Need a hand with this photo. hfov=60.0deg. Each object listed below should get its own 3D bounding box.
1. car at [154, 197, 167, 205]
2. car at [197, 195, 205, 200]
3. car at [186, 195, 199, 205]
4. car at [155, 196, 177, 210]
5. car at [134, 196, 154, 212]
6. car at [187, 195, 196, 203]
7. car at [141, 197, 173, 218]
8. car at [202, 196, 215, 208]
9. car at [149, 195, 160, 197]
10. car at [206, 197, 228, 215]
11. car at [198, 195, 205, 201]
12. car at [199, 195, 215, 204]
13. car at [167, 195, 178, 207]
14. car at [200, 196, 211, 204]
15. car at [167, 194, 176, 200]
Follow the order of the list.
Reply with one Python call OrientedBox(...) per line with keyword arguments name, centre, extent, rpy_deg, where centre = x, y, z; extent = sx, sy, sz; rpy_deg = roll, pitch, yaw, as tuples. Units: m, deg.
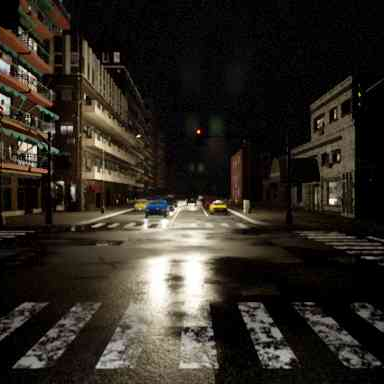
OrientedBox(name="car", centre=(-5.762, 1.593, 61.498), extent=(2.008, 1.369, 4.403), rpy_deg=(0, 0, 0))
OrientedBox(name="car", centre=(2.578, 1.654, 94.744), extent=(2.008, 1.369, 4.403), rpy_deg=(0, 0, 0))
OrientedBox(name="car", centre=(-0.072, 1.587, 60.198), extent=(2.033, 1.411, 5.357), rpy_deg=(0, 0, 0))
OrientedBox(name="car", centre=(-3.130, 1.543, 39.950), extent=(1.812, 1.442, 4.674), rpy_deg=(0, 0, 0))
OrientedBox(name="car", centre=(-5.735, 1.542, 39.171), extent=(1.752, 1.417, 4.829), rpy_deg=(0, 0, 0))
OrientedBox(name="car", centre=(-0.084, 1.423, 70.619), extent=(1.882, 1.535, 5.008), rpy_deg=(0, 0, 0))
OrientedBox(name="car", centre=(-3.136, 1.488, 30.672), extent=(1.882, 1.535, 5.008), rpy_deg=(0, 0, 0))
OrientedBox(name="car", centre=(2.639, 1.604, 44.891), extent=(1.802, 1.307, 4.206), rpy_deg=(0, 0, 0))
OrientedBox(name="car", centre=(-5.748, 1.343, 50.420), extent=(2.192, 1.841, 5.009), rpy_deg=(0, 0, 0))
OrientedBox(name="car", centre=(2.652, 1.538, 33.983), extent=(1.752, 1.417, 4.829), rpy_deg=(0, 0, 0))
OrientedBox(name="car", centre=(2.584, 1.617, 89.375), extent=(1.752, 1.417, 4.829), rpy_deg=(0, 0, 0))
OrientedBox(name="car", centre=(2.633, 1.343, 50.431), extent=(2.192, 1.841, 5.009), rpy_deg=(0, 0, 0))
OrientedBox(name="car", centre=(-3.135, 1.532, 50.018), extent=(1.837, 1.490, 4.892), rpy_deg=(0, 0, 0))
OrientedBox(name="car", centre=(2.612, 1.601, 67.048), extent=(2.008, 1.369, 4.403), rpy_deg=(0, 0, 0))
OrientedBox(name="car", centre=(-5.802, 1.418, 94.734), extent=(2.192, 1.841, 5.009), rpy_deg=(0, 0, 0))
